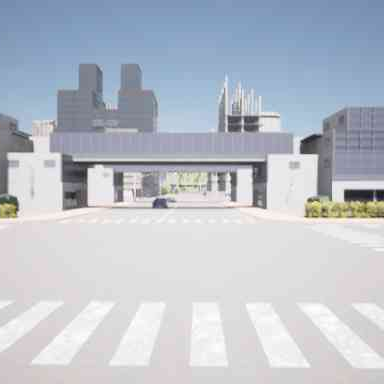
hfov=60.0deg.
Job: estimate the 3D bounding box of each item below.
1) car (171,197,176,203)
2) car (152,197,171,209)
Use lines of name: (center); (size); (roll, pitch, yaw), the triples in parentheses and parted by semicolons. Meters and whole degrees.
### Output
car: (-4.319, 1.586, 67.938); (1.895, 1.301, 4.718); (0, 0, 0)
car: (-4.264, 1.483, 45.012); (1.882, 1.535, 5.008); (0, 0, 0)
